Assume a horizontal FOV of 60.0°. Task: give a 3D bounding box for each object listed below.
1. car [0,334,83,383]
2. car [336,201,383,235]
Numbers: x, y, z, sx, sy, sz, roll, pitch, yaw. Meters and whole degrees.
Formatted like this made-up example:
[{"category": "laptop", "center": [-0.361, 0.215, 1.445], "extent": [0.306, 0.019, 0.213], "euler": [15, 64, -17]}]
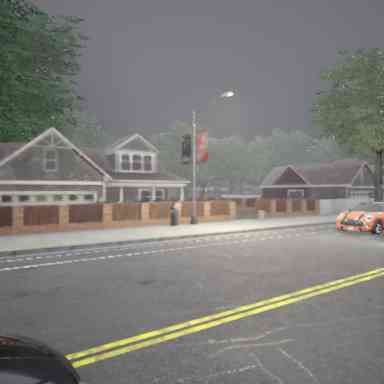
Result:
[{"category": "car", "center": [-2.902, 1.491, 1.369], "extent": [4.902, 1.511, 2.128], "euler": [0, 0, -35]}, {"category": "car", "center": [10.261, 1.358, 18.980], "extent": [4.553, 1.767, 2.097], "euler": [0, 0, -35]}]
